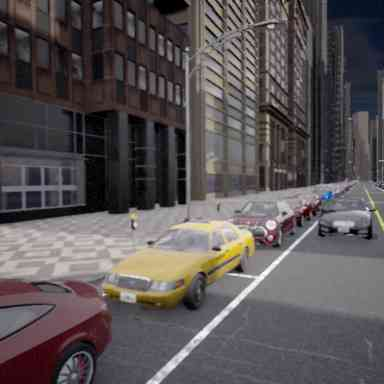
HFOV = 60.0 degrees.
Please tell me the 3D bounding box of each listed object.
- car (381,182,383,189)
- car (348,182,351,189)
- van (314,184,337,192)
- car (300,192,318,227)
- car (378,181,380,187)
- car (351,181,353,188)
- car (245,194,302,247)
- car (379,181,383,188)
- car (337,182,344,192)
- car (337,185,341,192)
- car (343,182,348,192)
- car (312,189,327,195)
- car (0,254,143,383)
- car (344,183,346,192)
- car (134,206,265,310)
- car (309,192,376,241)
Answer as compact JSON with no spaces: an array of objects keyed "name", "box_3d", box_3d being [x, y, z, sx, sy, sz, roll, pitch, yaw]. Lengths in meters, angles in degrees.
[{"name":"car","box_3d":[40.788,-1.035,68.606,1.947,1.339,4.313,1,2,27]},{"name":"car","box_3d":[28.101,-0.959,62.478,2.192,1.841,5.009,1,2,27]},{"name":"van","box_3d":[12.853,0.172,32.547,1.690,1.788,3.998,1,2,27]},{"name":"car","box_3d":[5.230,0.930,17.587,1.887,1.381,4.507,1,2,27]},{"name":"car","box_3d":[45.870,-1.525,78.580,1.967,1.590,4.097,1,2,27]},{"name":"car","box_3d":[33.184,-1.326,72.455,2.192,1.841,5.009,1,2,27]},{"name":"car","box_3d":[2.687,1.010,12.595,1.967,1.590,4.097,1,2,27]},{"name":"car","box_3d":[43.329,-1.233,73.594,2.008,1.369,4.403,1,2,27]},{"name":"car","box_3d":[17.936,-0.097,42.527,1.967,1.590,4.097,1,2,27]},{"name":"car","box_3d":[15.396,0.229,37.543,1.802,1.307,4.206,1,2,27]},{"name":"car","box_3d":[23.019,-0.466,52.504,1.967,1.590,4.097,1,2,27]},{"name":"car","box_3d":[7.771,0.745,22.576,1.887,1.381,4.507,1,2,27]},{"name":"car","box_3d":[-2.395,1.521,2.622,1.802,1.307,4.206,1,2,27]},{"name":"car","box_3d":[20.479,-0.156,47.520,1.947,1.339,4.313,1,2,27]},{"name":"car","box_3d":[0.070,1.285,7.458,1.752,1.417,4.829,1,2,27]},{"name":"car","box_3d":[6.454,0.977,13.909,2.128,1.511,4.902,0,2,27]}]
